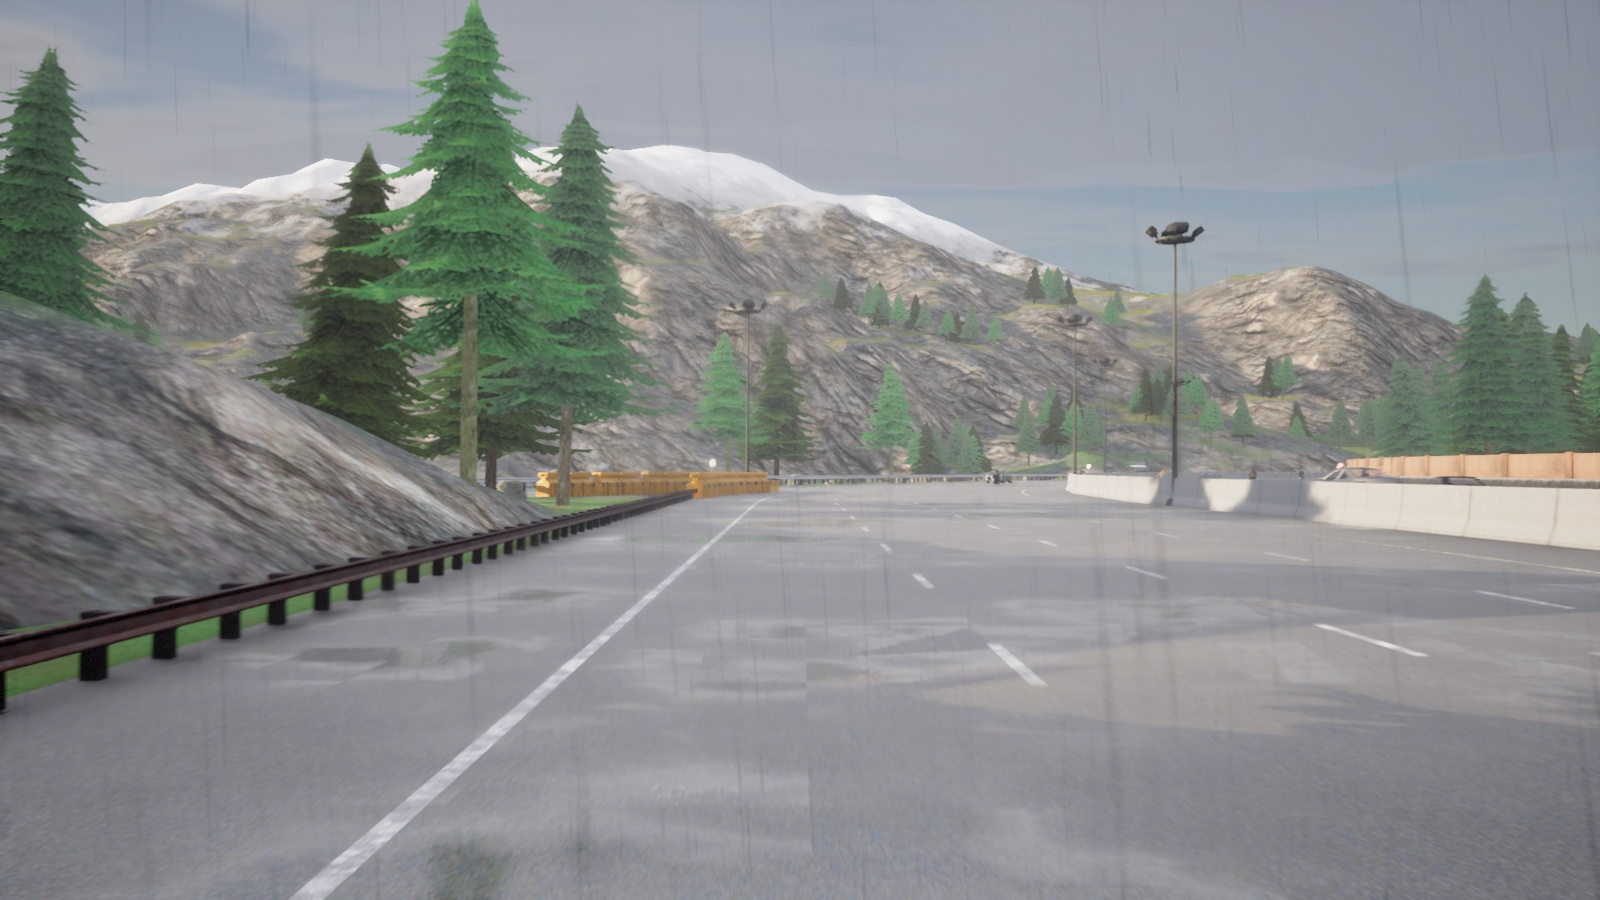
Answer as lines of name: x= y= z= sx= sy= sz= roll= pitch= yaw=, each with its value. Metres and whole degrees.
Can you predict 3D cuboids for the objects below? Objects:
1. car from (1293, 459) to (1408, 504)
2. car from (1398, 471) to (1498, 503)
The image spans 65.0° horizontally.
car: x=20.885 y=1.173 z=47.873 sx=2.152 sy=1.651 sz=5.027 roll=0 pitch=-1 yaw=0
car: x=27.881 y=1.555 z=54.226 sx=1.895 sy=1.301 sz=4.718 roll=0 pitch=-1 yaw=0
